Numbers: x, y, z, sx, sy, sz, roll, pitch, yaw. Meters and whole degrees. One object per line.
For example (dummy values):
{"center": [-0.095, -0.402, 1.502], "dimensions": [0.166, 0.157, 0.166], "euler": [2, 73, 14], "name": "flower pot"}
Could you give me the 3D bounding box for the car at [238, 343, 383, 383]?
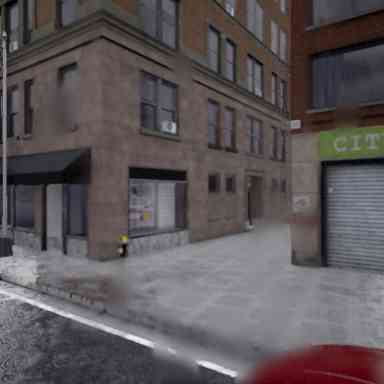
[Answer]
{"center": [2.256, 1.542, 1.468], "dimensions": [4.507, 1.381, 1.887], "euler": [0, 0, 36], "name": "car"}
